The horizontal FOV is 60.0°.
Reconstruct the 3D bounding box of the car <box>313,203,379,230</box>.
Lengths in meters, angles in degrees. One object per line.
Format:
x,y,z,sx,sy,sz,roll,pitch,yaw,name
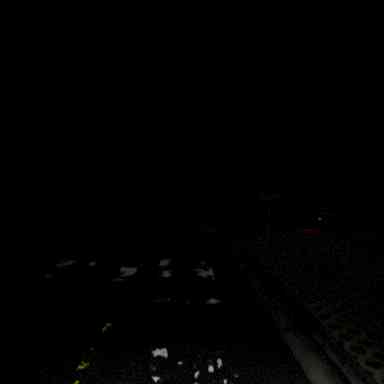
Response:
9.826,1.442,20.376,5.008,1.535,1.882,1,0,-20,car
